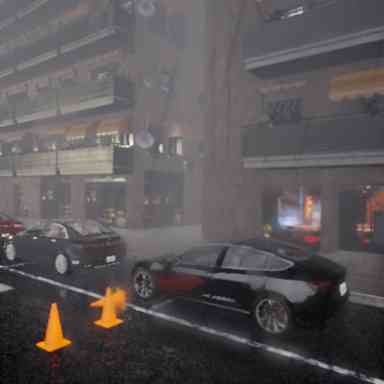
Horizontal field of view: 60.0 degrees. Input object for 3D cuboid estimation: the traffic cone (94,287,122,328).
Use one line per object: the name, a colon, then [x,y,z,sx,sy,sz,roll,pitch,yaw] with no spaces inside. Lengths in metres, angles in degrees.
traffic cone: [-1.410,1.909,5.617,0.340,0.580,0.340,1,0,36]

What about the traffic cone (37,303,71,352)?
traffic cone: [-1.995,1.906,4.807,0.340,0.580,0.340,1,0,36]

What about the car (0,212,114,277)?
car: [-3.847,1.450,9.812,4.403,1.369,2.008,1,0,36]

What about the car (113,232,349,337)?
car: [0.713,1.542,6.510,4.313,1.339,1.947,1,0,36]
